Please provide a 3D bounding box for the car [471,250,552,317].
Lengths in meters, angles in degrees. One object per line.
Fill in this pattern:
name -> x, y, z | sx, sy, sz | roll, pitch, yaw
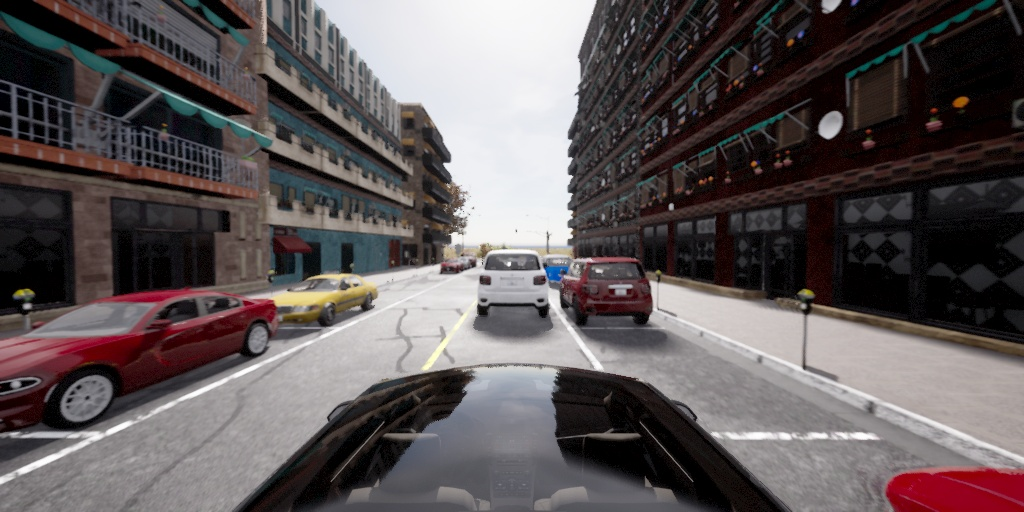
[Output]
car -> 0.087, 0.832, 12.637 | 2.150, 2.045, 5.566 | 0, 0, 2

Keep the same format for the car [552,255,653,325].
car -> 2.714, 0.945, 11.268 | 2.192, 1.841, 5.009 | 0, 0, 0

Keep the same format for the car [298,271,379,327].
car -> -5.667, 1.155, 11.069 | 1.751, 1.417, 4.829 | 0, 0, 0

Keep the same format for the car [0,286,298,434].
car -> -5.682, 1.246, 5.573 | 1.888, 1.381, 4.507 | 0, 0, 0

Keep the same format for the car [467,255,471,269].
car -> -5.593, 0.813, 39.565 | 2.007, 1.370, 4.403 | 0, 0, 0

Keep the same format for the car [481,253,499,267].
car -> -2.962, 0.495, 48.363 | 2.097, 1.767, 4.553 | 0, 1, 0

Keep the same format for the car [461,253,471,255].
car -> -5.578, 0.501, 45.229 | 2.192, 1.841, 5.009 | 0, 0, 0

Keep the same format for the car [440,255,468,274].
car -> -5.608, 0.883, 33.900 | 1.888, 1.381, 4.507 | 0, 0, 0
